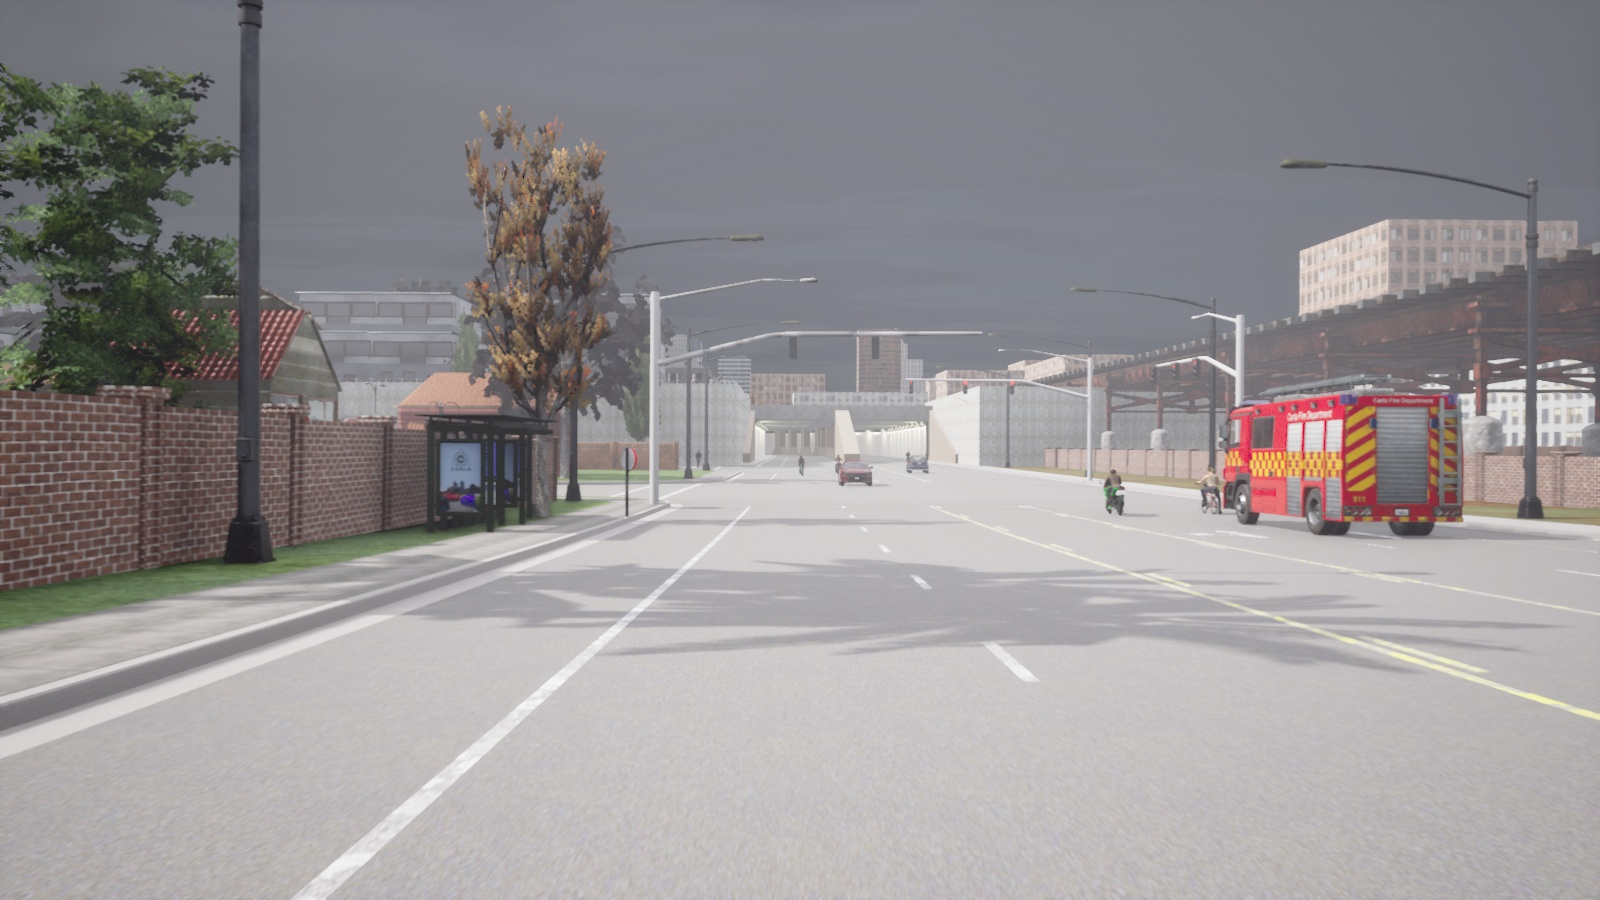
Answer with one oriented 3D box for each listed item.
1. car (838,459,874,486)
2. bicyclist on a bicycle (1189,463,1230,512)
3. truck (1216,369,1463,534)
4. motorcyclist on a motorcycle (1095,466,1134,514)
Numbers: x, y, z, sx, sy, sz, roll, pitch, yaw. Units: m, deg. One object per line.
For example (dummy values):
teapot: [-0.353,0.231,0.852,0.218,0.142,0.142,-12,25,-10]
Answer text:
car: [3.305,1.325,75.058,1.882,1.535,5.008,0,0,0]
bicyclist on a bicycle: [13.889,1.254,42.627,0.866,1.612,1.509,0,0,0]
truck: [13.909,0.078,33.354,2.891,3.827,8.468,0,-1,0]
motorcyclist on a motorcycle: [10.392,1.303,41.559,0.797,1.523,2.044,0,-1,0]
